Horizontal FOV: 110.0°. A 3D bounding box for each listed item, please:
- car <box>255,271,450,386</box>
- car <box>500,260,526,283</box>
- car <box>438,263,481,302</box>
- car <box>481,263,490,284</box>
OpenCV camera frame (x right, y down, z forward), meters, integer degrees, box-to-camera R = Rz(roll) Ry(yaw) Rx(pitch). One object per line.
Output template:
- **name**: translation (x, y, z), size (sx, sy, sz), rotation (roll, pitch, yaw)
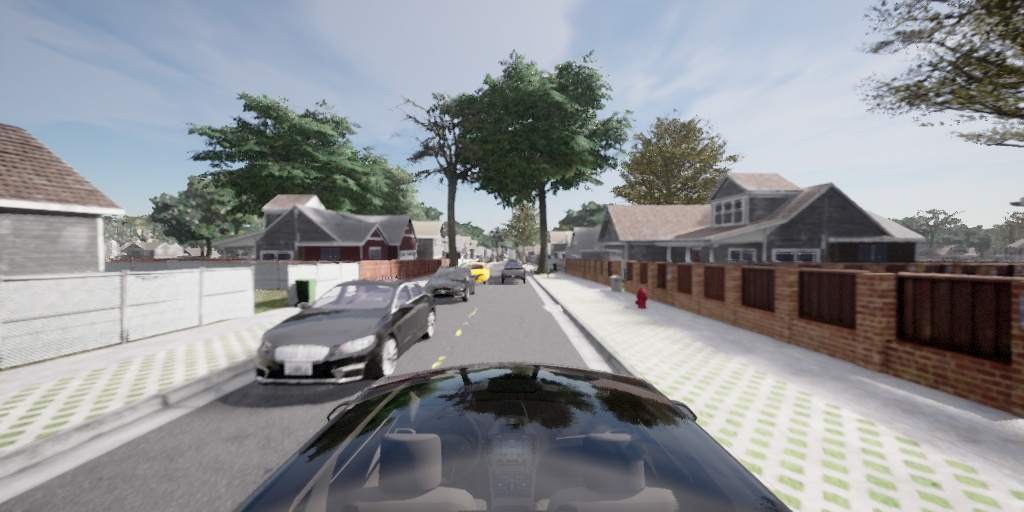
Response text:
- **car**: translation (-2.835, 1.239, 7.235), size (2.128, 1.511, 4.902), rotation (0, 0, 0)
- **car**: translation (0.110, 1.265, 28.138), size (2.128, 1.511, 4.902), rotation (0, 0, 0)
- **car**: translation (-2.800, 1.257, 17.149), size (1.837, 1.490, 4.892), rotation (0, 0, 1)
- **car**: translation (-2.749, 1.249, 27.160), size (1.882, 1.535, 5.008), rotation (0, 0, 0)
